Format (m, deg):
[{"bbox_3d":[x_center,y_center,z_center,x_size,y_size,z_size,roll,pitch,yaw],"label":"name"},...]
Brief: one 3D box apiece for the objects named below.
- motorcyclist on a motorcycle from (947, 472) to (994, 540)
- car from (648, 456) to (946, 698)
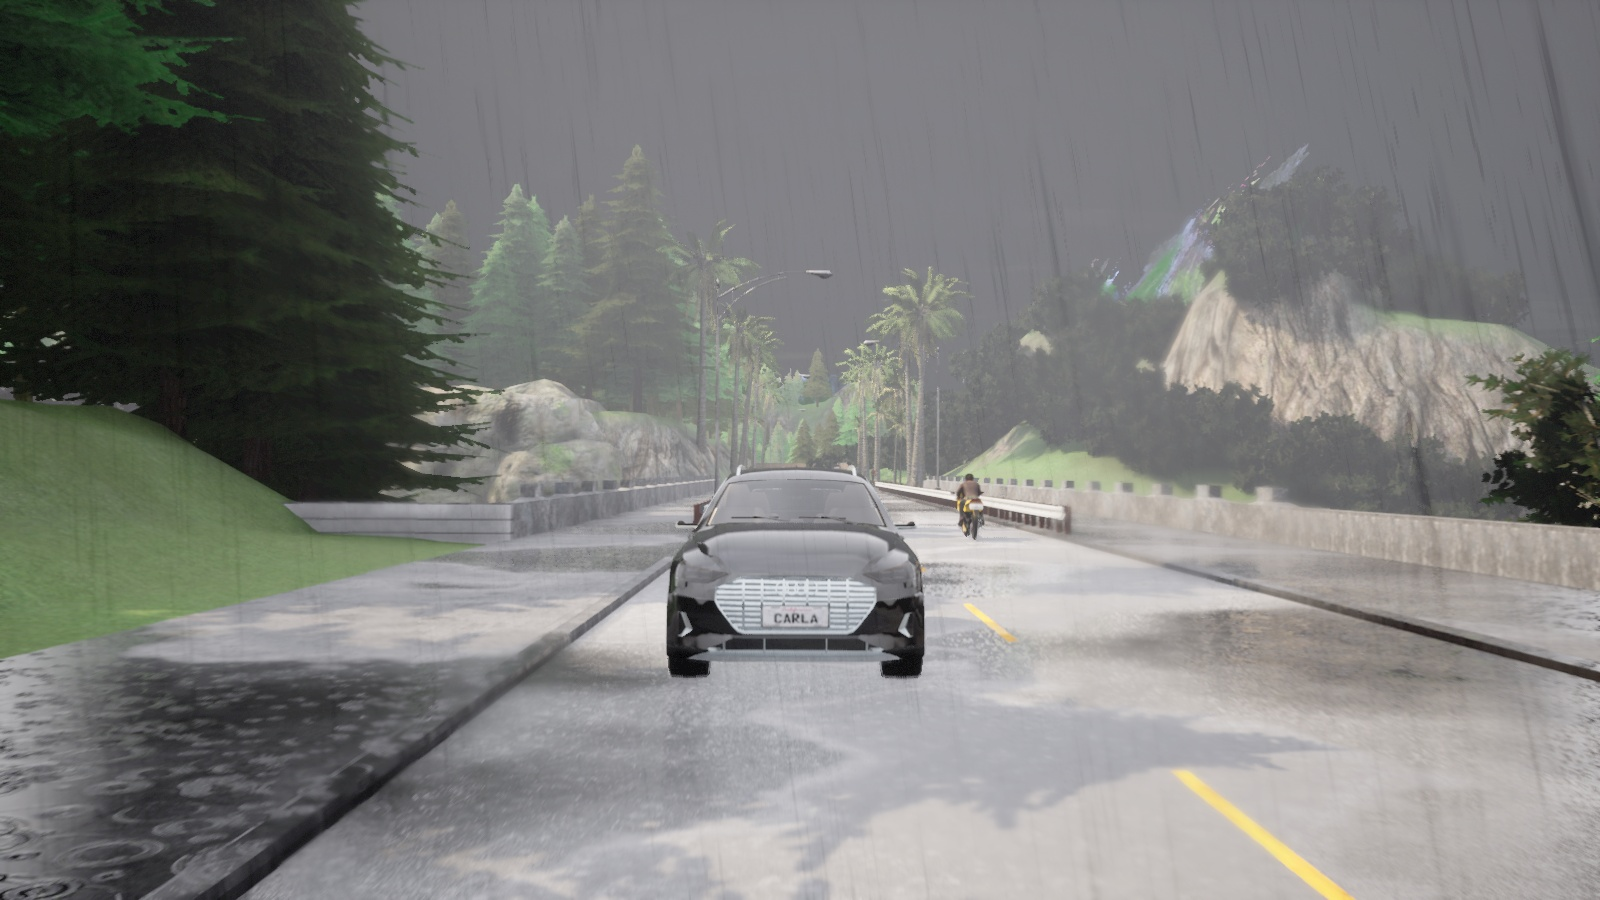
[{"bbox_3d":[3.936,1.269,29.147,0.797,1.523,2.044,0,-1,0],"label":"motorcyclist on a motorcycle"},{"bbox_3d":[-0.026,0.931,11.043,2.033,1.649,4.856,0,-1,0],"label":"car"}]
